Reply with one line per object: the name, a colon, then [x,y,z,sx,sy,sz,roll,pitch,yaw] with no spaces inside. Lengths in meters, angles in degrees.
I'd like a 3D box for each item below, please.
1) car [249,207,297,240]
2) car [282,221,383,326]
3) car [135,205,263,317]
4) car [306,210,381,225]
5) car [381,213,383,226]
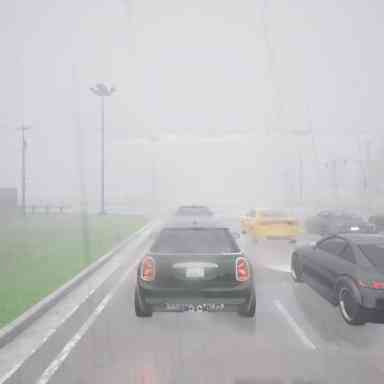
car: [3.586,1.478,16.036,1.882,1.535,5.008,0,0,0]
car: [3.565,1.564,7.075,1.994,1.385,4.181,0,0,0]
car: [0.064,1.352,7.606,2.097,1.767,4.553,0,0,0]
car: [7.085,1.564,16.460,1.994,1.385,4.181,0,0,0]
car: [10.586,1.492,16.411,2.128,1.511,4.902,0,0,0]
